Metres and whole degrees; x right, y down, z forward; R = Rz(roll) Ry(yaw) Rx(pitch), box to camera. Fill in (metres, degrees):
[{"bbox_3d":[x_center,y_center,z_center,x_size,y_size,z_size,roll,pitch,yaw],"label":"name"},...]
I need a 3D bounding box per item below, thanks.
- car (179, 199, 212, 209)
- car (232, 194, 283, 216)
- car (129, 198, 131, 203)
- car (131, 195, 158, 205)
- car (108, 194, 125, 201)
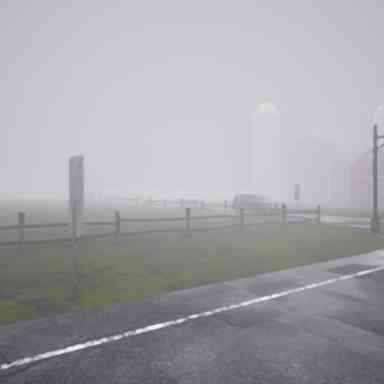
[{"bbox_3d":[0.402,1.485,40.574,1.895,1.301,4.718,0,1,-36],"label":"car"},{"bbox_3d":[6.245,1.200,32.538,2.150,2.045,5.566,0,1,-34],"label":"car"},{"bbox_3d":[-9.651,1.241,59.500,1.994,1.385,4.181,0,1,-35],"label":"car"},{"bbox_3d":[-6.980,1.240,50.808,1.882,1.535,5.008,0,1,-36],"label":"car"},{"bbox_3d":[-15.512,1.124,67.644,2.033,1.411,5.357,0,1,-36],"label":"car"}]
